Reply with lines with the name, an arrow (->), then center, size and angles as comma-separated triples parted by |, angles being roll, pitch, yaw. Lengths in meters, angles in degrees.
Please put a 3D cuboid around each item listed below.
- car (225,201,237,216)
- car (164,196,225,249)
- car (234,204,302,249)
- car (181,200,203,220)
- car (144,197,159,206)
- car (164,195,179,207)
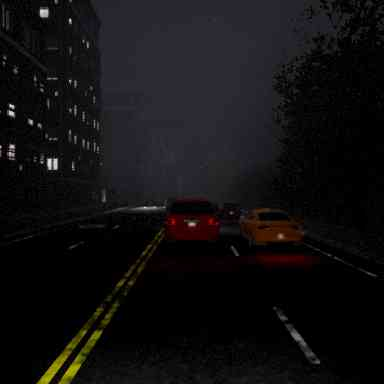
car -> 3.250, 1.533, 29.650 | 1.812, 1.442, 4.674 | 0, 0, 0
car -> 0.000, 1.255, 14.680 | 2.150, 2.045, 5.566 | 0, 0, 0
car -> 3.250, 1.482, 14.650 | 1.882, 1.535, 5.008 | 0, 0, 0
car -> 0.000, 1.516, 29.650 | 1.837, 1.490, 4.892 | 0, 0, 0
car -> -6.500, 1.533, 53.651 | 2.128, 1.511, 4.902 | 0, 0, 0
car -> -3.250, 1.417, 53.681 | 2.097, 1.767, 4.553 | 0, 0, 0
